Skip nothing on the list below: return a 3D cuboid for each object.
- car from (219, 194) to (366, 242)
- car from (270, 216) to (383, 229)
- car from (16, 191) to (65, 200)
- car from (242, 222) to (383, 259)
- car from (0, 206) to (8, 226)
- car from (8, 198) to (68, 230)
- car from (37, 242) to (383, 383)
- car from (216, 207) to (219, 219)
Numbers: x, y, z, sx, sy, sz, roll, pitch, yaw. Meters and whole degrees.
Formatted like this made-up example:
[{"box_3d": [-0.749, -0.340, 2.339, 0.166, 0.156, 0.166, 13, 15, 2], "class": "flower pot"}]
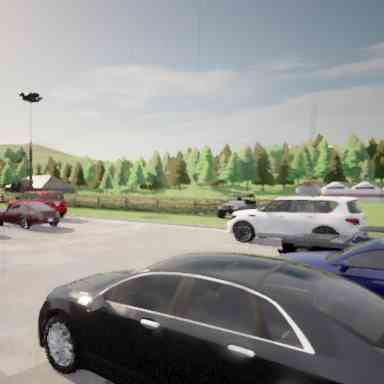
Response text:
[{"box_3d": [4.207, 1.173, 13.892, 5.566, 2.045, 2.150, 1, 0, 36], "class": "car"}, {"box_3d": [4.845, 1.589, 9.138, 4.718, 1.301, 1.895, 1, 0, 36], "class": "car"}, {"box_3d": [-11.806, 0.953, 25.325, 5.566, 2.045, 2.150, 1, 0, 36], "class": "car"}, {"box_3d": [3.445, 1.522, 5.835, 4.674, 1.442, 1.812, 1, 0, 36], "class": "car"}, {"box_3d": [-11.619, 1.280, 16.591, 4.902, 1.511, 2.128, 1, 0, 36], "class": "car"}, {"box_3d": [-9.565, 1.316, 19.408, 4.674, 1.442, 1.812, 1, 0, 35], "class": "car"}, {"box_3d": [0.127, 1.483, 3.903, 4.892, 1.490, 1.837, 1, 0, 36], "class": "car"}, {"box_3d": [3.533, 1.087, 25.212, 1.905, 1.878, 3.866, 1, 0, 36], "class": "car"}]
